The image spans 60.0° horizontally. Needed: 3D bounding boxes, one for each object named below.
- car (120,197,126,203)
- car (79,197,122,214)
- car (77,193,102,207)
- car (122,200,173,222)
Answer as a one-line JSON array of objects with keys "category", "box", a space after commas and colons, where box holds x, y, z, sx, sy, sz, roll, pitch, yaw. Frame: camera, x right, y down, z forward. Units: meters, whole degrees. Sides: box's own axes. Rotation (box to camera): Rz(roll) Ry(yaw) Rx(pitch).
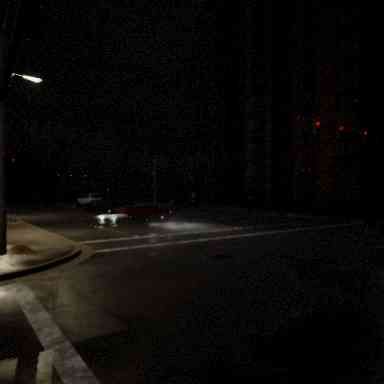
[{"category": "car", "box": [-11.232, 1.480, 49.937, 2.128, 1.511, 4.902, 0, 0, -31]}, {"category": "car", "box": [-9.767, 1.541, 35.220, 2.033, 1.411, 5.357, 0, 0, -36]}, {"category": "car", "box": [-14.678, 1.212, 47.917, 2.150, 2.045, 5.566, 0, 0, -39]}, {"category": "car", "box": [-3.499, 1.594, 26.596, 1.895, 1.301, 4.718, 0, 0, -36]}]
